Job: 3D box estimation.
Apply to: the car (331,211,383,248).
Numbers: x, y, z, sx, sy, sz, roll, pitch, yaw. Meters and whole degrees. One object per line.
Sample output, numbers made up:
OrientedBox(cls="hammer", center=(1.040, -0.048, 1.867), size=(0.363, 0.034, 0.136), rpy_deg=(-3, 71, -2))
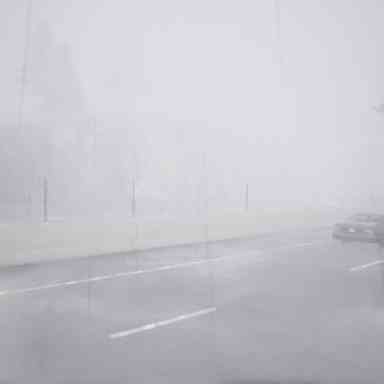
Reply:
OrientedBox(cls="car", center=(8.242, 1.560, 14.760), size=(5.357, 1.411, 2.033), rpy_deg=(0, 0, -40))
